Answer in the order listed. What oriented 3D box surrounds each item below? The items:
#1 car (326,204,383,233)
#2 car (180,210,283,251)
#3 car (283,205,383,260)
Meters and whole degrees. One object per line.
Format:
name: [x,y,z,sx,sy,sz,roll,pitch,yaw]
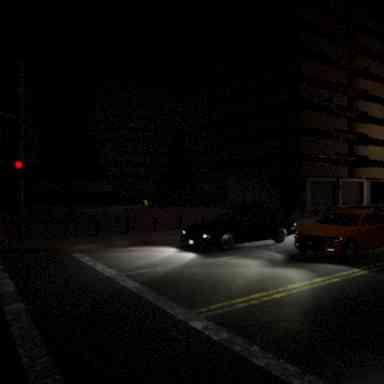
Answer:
car: [10.073,1.462,19.374,4.718,1.301,1.895,0,0,-34]
car: [2.161,1.468,13.951,5.357,1.411,2.033,0,0,-35]
car: [5.862,1.392,12.243,5.008,1.535,1.882,0,0,-34]
